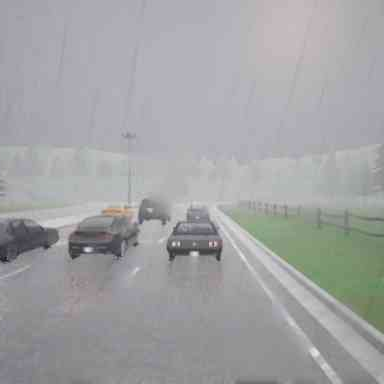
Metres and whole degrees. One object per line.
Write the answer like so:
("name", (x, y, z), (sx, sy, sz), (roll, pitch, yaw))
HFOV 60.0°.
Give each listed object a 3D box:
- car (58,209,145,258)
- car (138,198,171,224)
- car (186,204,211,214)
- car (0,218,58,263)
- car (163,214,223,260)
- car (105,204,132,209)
("car", (-3.339, 1.653, 13.370), (1.837, 1.490, 4.892), (0, 0, 2))
("car", (-3.010, 1.522, 27.382), (2.150, 2.045, 5.566), (0, 0, 2))
("car", (0.521, 1.799, 28.244), (2.128, 1.511, 4.902), (0, 0, 2))
("car", (-6.871, 1.684, 12.464), (2.033, 1.411, 5.357), (0, -1, 2))
("car", (0.151, 1.743, 13.027), (1.895, 1.301, 4.718), (0, -1, 2))
("car", (-6.452, 1.793, 29.155), (1.882, 1.535, 5.008), (0, 0, 2))
